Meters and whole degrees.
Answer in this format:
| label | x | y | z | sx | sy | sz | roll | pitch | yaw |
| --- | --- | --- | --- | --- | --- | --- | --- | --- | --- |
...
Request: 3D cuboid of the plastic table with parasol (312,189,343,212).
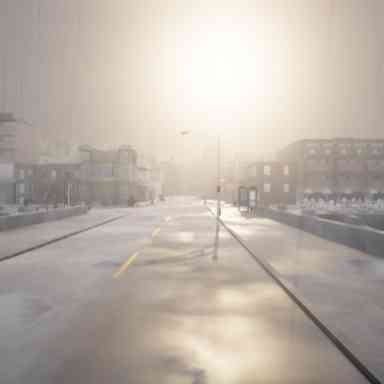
| label | x | y | z | sx | sy | sz | roll | pitch | yaw |
| --- | --- | --- | --- | --- | --- | --- | --- | --- | --- |
| plastic table with parasol | 15.169 | 0.888 | 37.368 | 2.482 | 2.480 | 2.482 | 0 | 0 | 0 |
